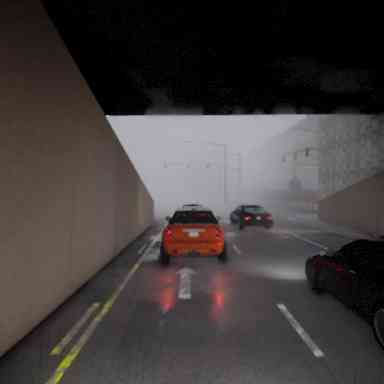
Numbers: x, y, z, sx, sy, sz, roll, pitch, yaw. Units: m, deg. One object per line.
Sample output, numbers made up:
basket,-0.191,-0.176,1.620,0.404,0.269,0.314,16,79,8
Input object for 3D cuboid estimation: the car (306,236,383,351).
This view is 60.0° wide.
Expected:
car,3.559,1.509,5.877,1.812,1.442,4.674,0,0,0

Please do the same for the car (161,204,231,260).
car,0.054,1.319,12.444,2.097,1.767,4.553,0,0,0

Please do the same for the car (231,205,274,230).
car,3.572,1.490,20.857,2.033,1.411,5.357,0,0,-3

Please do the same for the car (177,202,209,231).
car,0.038,1.469,21.176,1.812,1.442,4.674,0,0,0

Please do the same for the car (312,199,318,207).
car,17.409,1.331,43.393,2.038,1.542,4.974,0,0,45
